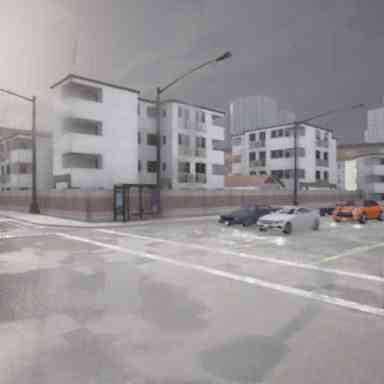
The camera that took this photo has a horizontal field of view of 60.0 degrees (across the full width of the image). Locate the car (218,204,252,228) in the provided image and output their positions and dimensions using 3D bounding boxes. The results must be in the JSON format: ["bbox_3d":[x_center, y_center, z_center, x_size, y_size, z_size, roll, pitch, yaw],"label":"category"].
[{"bbox_3d":[4.193,1.560,22.597,5.357,1.411,2.033,0,0,-41],"label":"car"}]

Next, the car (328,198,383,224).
[{"bbox_3d":[12.527,1.349,25.060,4.553,1.767,2.097,0,0,-39],"label":"car"}]

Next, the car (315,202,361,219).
[{"bbox_3d":[13.386,1.607,30.337,4.718,1.301,1.895,0,0,-39],"label":"car"}]

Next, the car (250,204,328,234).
[{"bbox_3d":[5.702,1.528,19.274,4.674,1.442,1.812,0,0,-41],"label":"car"}]
